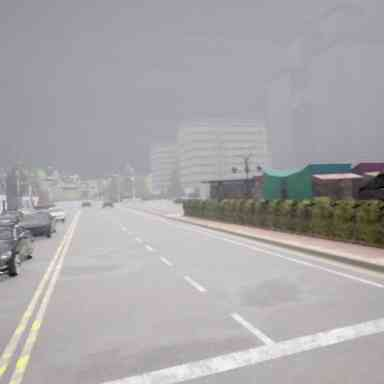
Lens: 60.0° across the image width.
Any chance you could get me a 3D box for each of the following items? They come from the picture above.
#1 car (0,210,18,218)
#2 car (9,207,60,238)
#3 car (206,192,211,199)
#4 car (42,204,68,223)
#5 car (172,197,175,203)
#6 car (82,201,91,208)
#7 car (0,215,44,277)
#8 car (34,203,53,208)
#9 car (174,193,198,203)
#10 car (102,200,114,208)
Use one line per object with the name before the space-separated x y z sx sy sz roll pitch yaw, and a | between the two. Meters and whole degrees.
car | -16.135 2.368 29.687 2.128 1.511 4.902 -3 1 -18
car | -9.600 1.999 20.687 1.882 1.535 5.008 -3 0 -18
car | 6.252 0.799 83.159 5.566 2.045 2.150 -3 0 -19
car | -13.420 2.251 32.716 1.812 1.442 4.674 -3 0 -18
car | -1.560 1.182 65.501 4.605 1.855 1.932 -3 0 -19
car | -25.054 2.818 78.789 1.882 1.535 5.008 -3 0 -20
car | -6.558 1.849 11.164 2.128 1.511 4.902 -3 0 -18
car | -33.129 3.256 75.188 5.008 1.535 1.882 -3 0 -4
car | -0.659 1.137 62.750 3.866 1.878 1.905 -3 0 -19
car | -16.428 2.355 64.947 1.837 1.490 4.892 -3 0 -19
